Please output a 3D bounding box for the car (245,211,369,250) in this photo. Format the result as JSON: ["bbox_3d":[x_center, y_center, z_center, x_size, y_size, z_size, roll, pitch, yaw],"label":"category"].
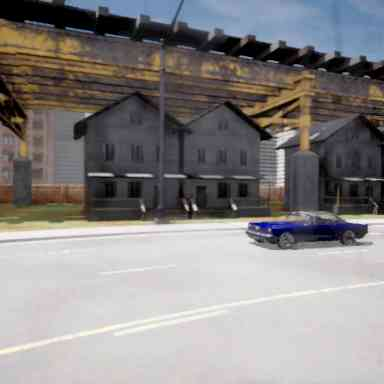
[{"bbox_3d":[4.554,1.453,13.322,4.718,1.301,1.895,0,1,-20],"label":"car"}]
